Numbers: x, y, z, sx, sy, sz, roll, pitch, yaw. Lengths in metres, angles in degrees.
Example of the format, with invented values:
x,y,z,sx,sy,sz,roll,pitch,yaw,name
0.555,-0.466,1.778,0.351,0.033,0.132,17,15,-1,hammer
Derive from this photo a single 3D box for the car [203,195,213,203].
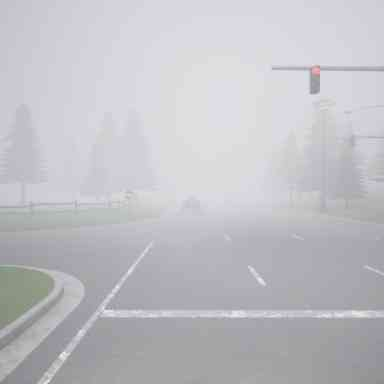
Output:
x,y,z,sx,sy,sz,roll,pitch,yaw,name
3.430,1.545,70.777,1.994,1.385,4.181,0,0,0,car

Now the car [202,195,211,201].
x,y,z,sx,sy,sz,roll,pitch,yaw,name
3.420,1.428,80.810,1.895,1.301,4.718,0,0,0,car

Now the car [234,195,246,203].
x,y,z,sx,sy,sz,roll,pitch,yaw,name
10.430,1.517,70.784,1.812,1.442,4.674,0,0,0,car

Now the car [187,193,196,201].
x,y,z,sx,sy,sz,roll,pitch,yaw,name
-0.080,1.188,80.746,2.097,1.767,4.553,0,0,0,car

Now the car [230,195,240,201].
x,y,z,sx,sy,sz,roll,pitch,yaw,name
10.420,1.385,80.787,1.994,1.385,4.181,0,0,0,car

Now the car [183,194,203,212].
x,y,z,sx,sy,sz,roll,pitch,yaw,name
-0.039,1.352,39.706,2.097,1.767,4.553,0,0,0,car

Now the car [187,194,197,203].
x,y,z,sx,sy,sz,roll,pitch,yaw,name
-0.070,1.348,70.743,2.097,1.767,4.553,0,0,0,car

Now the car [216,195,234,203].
x,y,z,sx,sy,sz,roll,pitch,yaw,name
6.930,1.531,70.364,2.033,1.411,5.357,0,0,0,car

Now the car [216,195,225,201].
x,y,z,sx,sy,sz,roll,pitch,yaw,name
6.920,1.385,80.783,1.994,1.385,4.181,0,0,0,car
